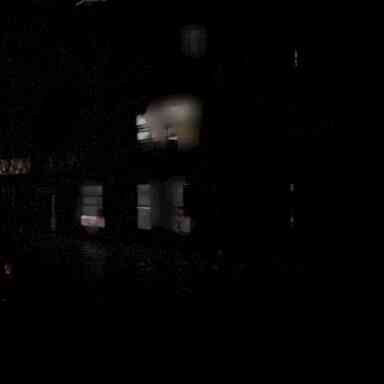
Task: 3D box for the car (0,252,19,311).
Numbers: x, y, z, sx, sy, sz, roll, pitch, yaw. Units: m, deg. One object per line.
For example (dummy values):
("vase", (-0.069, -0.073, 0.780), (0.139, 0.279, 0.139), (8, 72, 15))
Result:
("car", (-5.308, 1.512, 6.658), (4.097, 1.590, 1.967), (-1, 0, 36))
